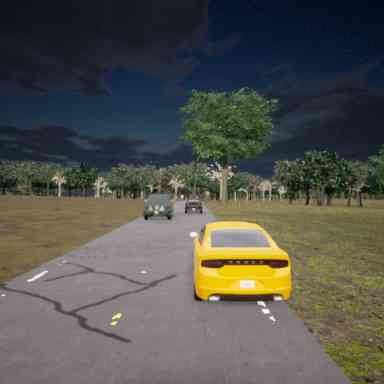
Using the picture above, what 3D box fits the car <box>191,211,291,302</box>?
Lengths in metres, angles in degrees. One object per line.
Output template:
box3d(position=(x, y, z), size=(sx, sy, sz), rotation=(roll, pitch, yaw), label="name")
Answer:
box3d(position=(0.985, 1.476, 8.364), size=(1.882, 1.535, 5.008), rotation=(0, 0, 0), label="car")

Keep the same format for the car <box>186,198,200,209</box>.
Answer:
box3d(position=(0.175, 1.591, 46.242), size=(1.895, 1.301, 4.718), rotation=(0, 0, 1), label="car")

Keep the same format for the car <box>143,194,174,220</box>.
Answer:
box3d(position=(-2.668, 1.191, 27.690), size=(2.150, 2.045, 5.566), rotation=(0, 0, 0), label="car")

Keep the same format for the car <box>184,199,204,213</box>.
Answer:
box3d(position=(0.179, 1.475, 35.861), size=(1.837, 1.490, 4.892), rotation=(0, 0, 0), label="car")
